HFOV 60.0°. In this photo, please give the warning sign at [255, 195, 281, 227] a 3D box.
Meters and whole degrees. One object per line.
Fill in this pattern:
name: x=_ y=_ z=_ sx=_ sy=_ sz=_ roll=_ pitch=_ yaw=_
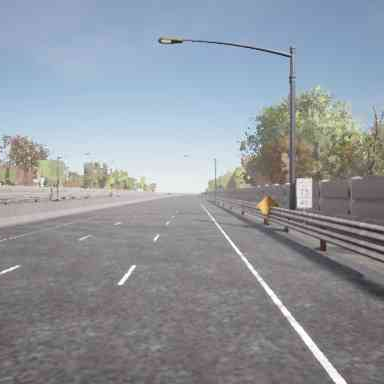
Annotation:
warning sign: x=4.543 y=1.119 z=20.000 sx=1.300 sy=1.860 sz=1.060 roll=0 pitch=0 yaw=0
